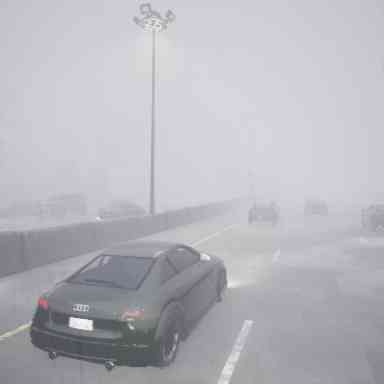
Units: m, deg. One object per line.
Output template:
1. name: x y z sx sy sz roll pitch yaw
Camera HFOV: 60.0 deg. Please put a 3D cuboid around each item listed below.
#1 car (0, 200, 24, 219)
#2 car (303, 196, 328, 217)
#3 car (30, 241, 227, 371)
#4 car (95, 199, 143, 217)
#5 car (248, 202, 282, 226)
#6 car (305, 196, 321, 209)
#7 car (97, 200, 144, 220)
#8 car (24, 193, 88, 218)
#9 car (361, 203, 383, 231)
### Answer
1. car: -15.392 1.456 28.688 1.812 1.442 4.674 0 0 19
2. car: 11.124 1.328 30.014 1.882 1.535 5.008 0 1 19
3. car: -0.701 1.565 5.925 1.994 1.385 4.181 0 0 19
4. car: -6.891 1.433 31.982 2.033 1.411 5.357 0 0 19
5. car: 5.108 1.417 23.135 2.128 1.511 4.902 0 0 19
6. car: 14.878 1.226 41.137 1.812 1.442 4.674 0 1 19
7. car: -5.332 1.495 25.659 1.994 1.385 4.181 0 0 19
8. car: -11.492 1.139 29.298 2.150 2.045 5.566 0 1 19
9. car: 11.306 1.442 19.608 1.837 1.490 4.892 0 0 19
